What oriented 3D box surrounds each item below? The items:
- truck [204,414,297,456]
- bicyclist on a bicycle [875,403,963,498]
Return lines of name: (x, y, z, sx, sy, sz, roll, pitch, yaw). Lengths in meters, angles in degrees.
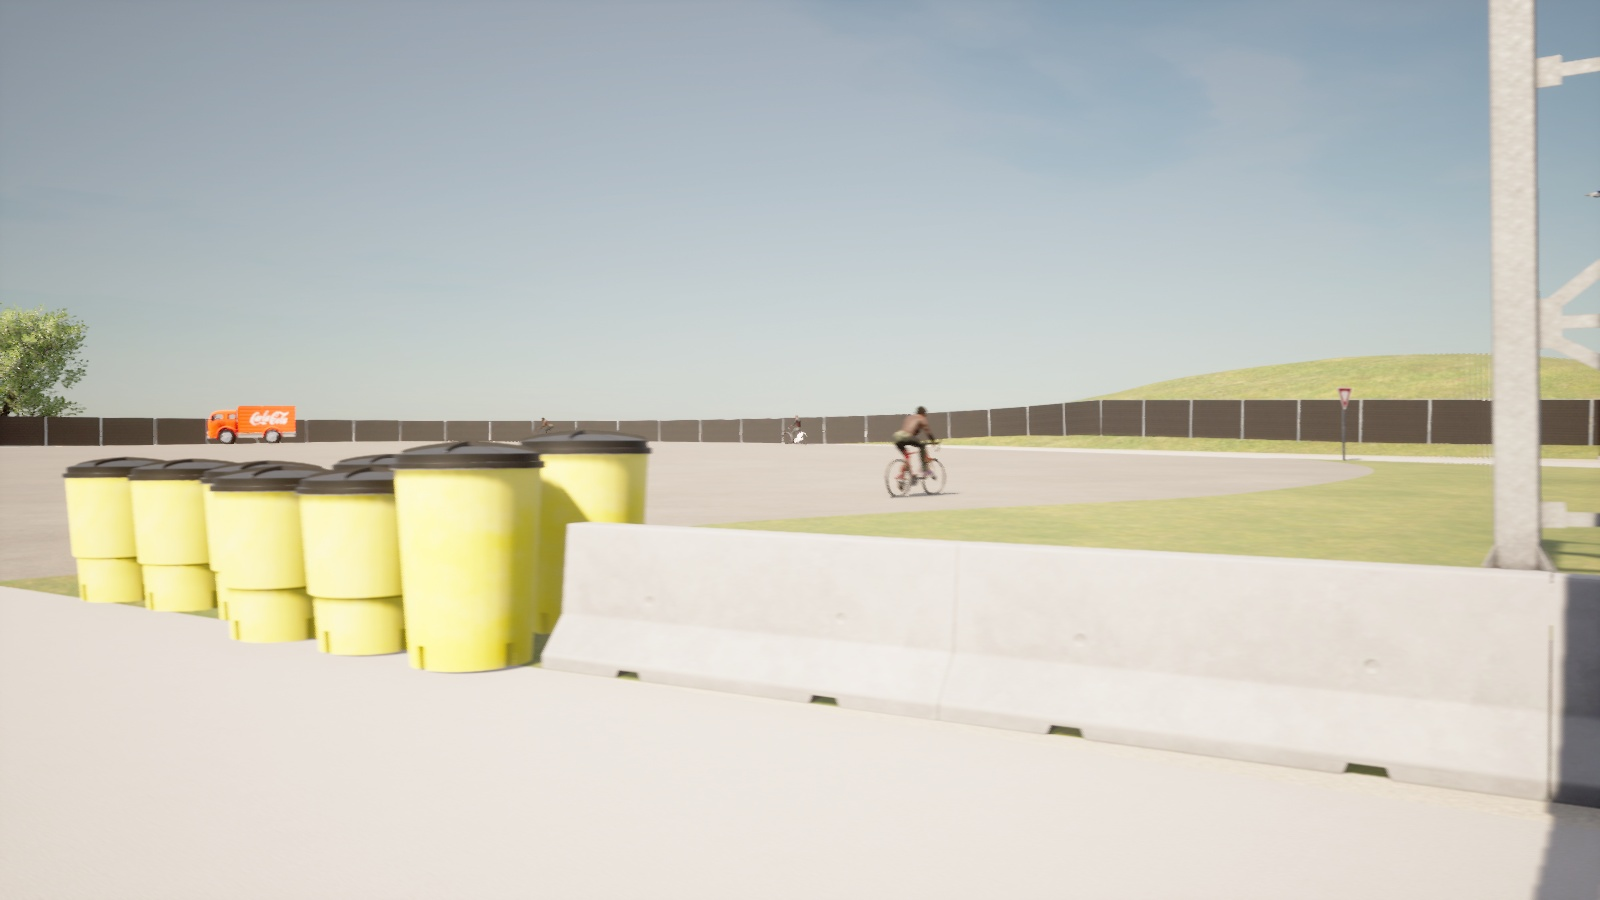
truck: (-34.937, -0.964, 80.030, 5.204, 2.467, 2.627, -2, 1, -21)
bicyclist on a bicycle: (2.123, 0.001, 22.301, 0.582, 1.620, 1.656, -2, 0, 45)
